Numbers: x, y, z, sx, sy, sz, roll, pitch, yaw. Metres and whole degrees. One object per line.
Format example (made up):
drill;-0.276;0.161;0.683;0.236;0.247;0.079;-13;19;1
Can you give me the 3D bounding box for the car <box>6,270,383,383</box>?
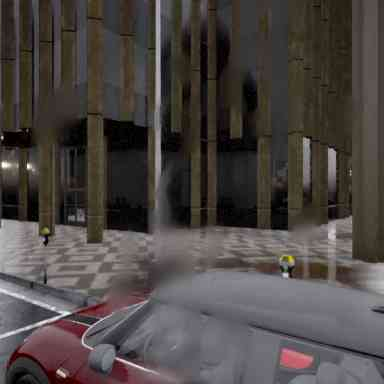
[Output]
car;0.175;1.440;2.839;4.097;1.590;1.967;0;0;36
